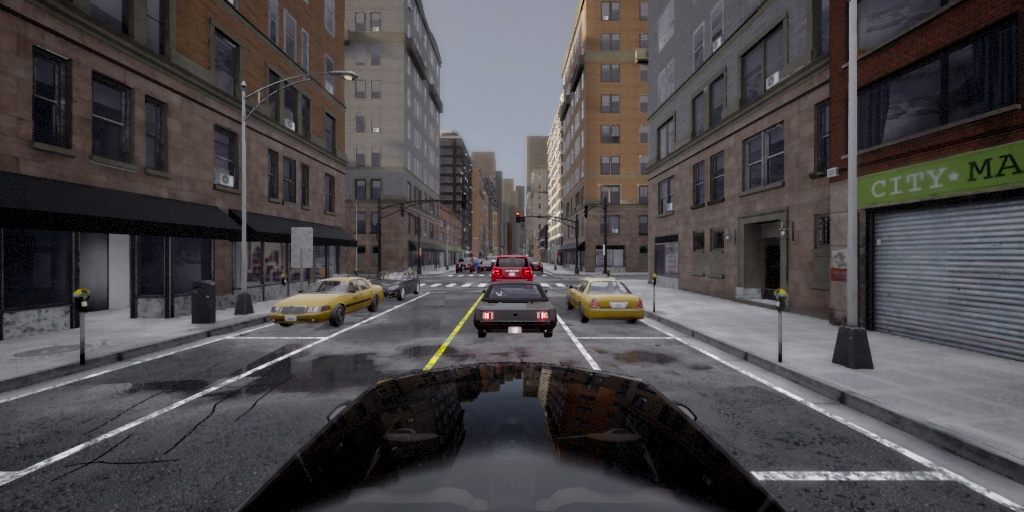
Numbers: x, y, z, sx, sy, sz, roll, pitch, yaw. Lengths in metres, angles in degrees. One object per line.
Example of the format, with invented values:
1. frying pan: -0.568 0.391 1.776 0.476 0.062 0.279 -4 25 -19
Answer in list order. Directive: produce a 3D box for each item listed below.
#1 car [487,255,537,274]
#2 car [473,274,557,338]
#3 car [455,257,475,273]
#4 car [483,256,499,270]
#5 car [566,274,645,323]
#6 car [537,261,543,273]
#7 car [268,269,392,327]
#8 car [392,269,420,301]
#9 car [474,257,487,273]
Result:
1. car: 0.004 0.974 19.936 2.150 2.045 5.566 0 0 0
2. car: 0.083 1.351 10.166 1.895 1.301 4.718 0 0 0
3. car: -5.660 1.078 44.058 2.192 1.841 5.009 0 0 0
4. car: -3.082 0.988 54.639 2.150 2.045 5.566 0 0 0
5. car: 2.859 1.276 11.927 1.751 1.417 4.829 0 0 0
6. car: 2.865 1.308 44.056 1.888 1.381 4.507 0 0 0
7. car: -5.666 1.276 11.589 1.751 1.417 4.829 0 0 0
8. car: -5.665 1.302 17.284 2.007 1.370 4.403 0 0 0
9. car: -3.092 1.241 43.632 1.882 1.535 5.008 0 0 0
